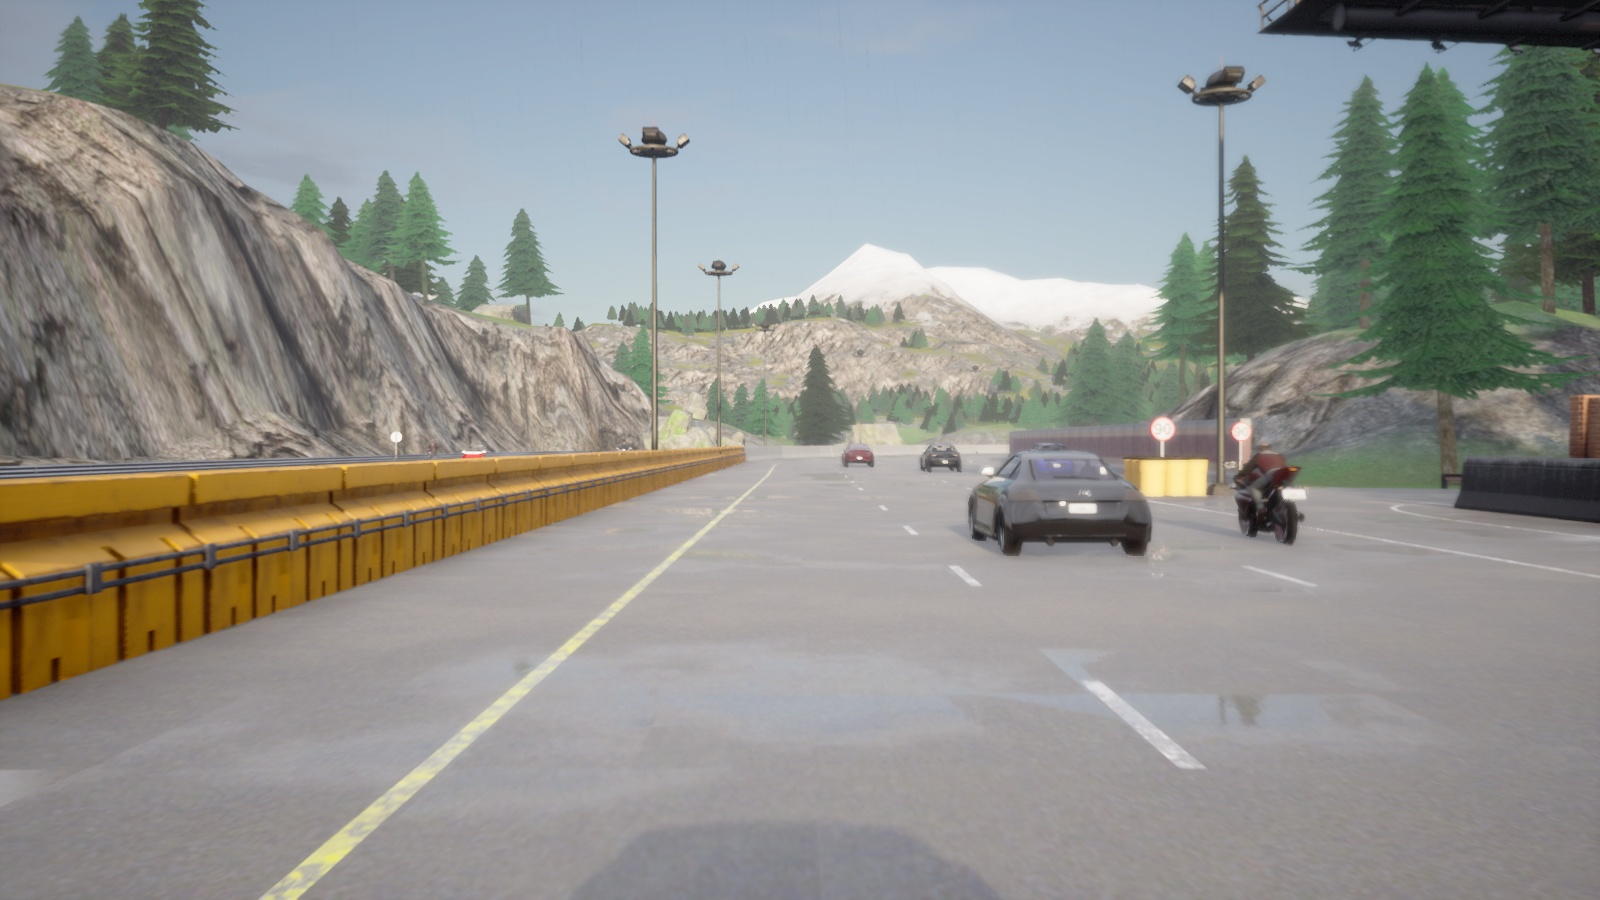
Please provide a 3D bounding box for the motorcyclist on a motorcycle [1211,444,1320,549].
[{"bbox_3d":[7.119,0.674,19.319,0.866,1.530,2.191,0,0,0],"label":"motorcyclist on a motorcycle"}]

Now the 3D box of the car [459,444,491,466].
[{"bbox_3d":[-20.872,0.314,80.791,1.481,1.376,2.207,0,0,0],"label":"car"}]

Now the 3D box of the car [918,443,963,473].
[{"bbox_3d":[7.228,0.389,64.779,1.816,1.474,4.193,0,0,0],"label":"car"}]

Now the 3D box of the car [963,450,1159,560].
[{"bbox_3d":[3.613,0.707,18.177,1.994,1.385,4.181,0,0,0],"label":"car"}]

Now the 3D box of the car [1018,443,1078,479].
[{"bbox_3d":[10.774,0.450,54.777,1.816,1.474,4.193,0,0,0],"label":"car"}]

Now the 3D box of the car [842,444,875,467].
[{"bbox_3d":[3.618,0.317,78.714,1.812,1.442,4.674,0,0,0],"label":"car"}]
